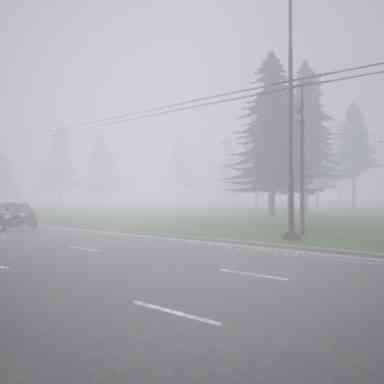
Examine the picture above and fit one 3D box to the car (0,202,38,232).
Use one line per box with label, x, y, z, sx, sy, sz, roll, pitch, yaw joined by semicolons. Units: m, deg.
car;-11.756;1.441;20.986;4.553;1.767;2.097;0;0;35
